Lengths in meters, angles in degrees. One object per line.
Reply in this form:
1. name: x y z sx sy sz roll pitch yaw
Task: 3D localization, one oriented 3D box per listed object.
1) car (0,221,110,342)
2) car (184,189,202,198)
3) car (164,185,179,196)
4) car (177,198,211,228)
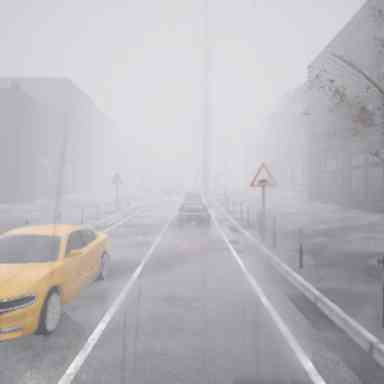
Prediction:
1. car: -3.097 1.453 6.838 1.882 1.535 5.008 0 1 0
2. car: 0.111 0.373 38.275 1.882 1.535 5.008 0 3 0
3. car: -3.022 -0.323 49.545 1.882 1.535 5.008 0 3 1
4. car: 0.099 1.312 20.113 1.895 1.301 4.718 -1 2 0
